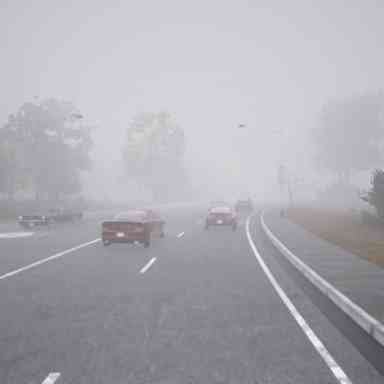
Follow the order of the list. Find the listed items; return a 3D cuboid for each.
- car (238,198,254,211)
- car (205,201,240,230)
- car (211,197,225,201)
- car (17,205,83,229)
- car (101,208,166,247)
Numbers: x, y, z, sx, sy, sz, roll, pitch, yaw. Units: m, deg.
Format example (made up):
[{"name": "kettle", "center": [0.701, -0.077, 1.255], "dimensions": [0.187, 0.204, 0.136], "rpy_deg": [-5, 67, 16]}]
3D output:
[{"name": "car", "center": [6.554, 1.477, 41.080], "dimensions": [2.128, 1.511, 4.902], "rpy_deg": [0, 0, 17]}, {"name": "car", "center": [1.917, 1.512, 21.106], "dimensions": [1.812, 1.442, 4.674], "rpy_deg": [0, 0, 9]}, {"name": "car", "center": [4.526, 1.499, 57.301], "dimensions": [2.033, 1.411, 5.357], "rpy_deg": [0, 0, 17]}, {"name": "car", "center": [-8.885, 1.546, 21.255], "dimensions": [1.895, 1.301, 4.718], "rpy_deg": [0, 0, 9]}, {"name": "car", "center": [-2.444, 1.455, 14.963], "dimensions": [1.882, 1.535, 5.008], "rpy_deg": [0, 0, 6]}]
